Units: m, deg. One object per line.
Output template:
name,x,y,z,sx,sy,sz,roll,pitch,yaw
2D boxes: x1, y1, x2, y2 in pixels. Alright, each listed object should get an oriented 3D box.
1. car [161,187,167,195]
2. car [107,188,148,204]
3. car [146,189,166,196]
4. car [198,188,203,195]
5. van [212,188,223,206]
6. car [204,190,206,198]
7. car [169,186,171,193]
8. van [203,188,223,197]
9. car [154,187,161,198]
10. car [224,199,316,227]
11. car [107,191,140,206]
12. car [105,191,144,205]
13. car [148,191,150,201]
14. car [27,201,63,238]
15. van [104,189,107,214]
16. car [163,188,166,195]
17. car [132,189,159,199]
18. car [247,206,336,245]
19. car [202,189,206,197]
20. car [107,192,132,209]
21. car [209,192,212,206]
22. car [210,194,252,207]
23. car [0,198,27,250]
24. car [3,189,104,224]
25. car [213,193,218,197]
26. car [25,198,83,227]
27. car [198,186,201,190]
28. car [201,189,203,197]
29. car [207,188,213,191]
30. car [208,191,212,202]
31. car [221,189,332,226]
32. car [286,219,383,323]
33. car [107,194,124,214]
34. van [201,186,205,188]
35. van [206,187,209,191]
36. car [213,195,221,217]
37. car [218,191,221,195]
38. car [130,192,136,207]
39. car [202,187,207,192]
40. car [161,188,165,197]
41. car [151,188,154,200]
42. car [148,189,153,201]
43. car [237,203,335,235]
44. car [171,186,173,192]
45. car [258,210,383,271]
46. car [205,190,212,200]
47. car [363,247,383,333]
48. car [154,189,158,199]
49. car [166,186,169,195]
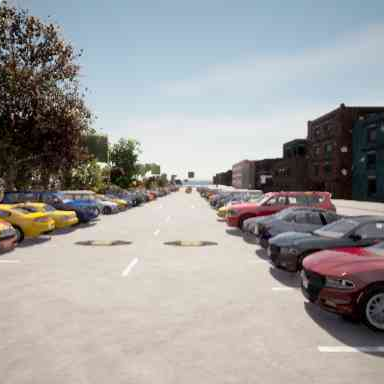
car,-8.724,0.337,72.668,5.366,1.575,1.946,0,1,0
car,-8.511,0.662,39.374,5.566,2.045,2.435,0,1,0
car,-8.507,0.112,78.359,4.553,1.767,2.185,0,1,0
car,4.355,0.491,64.451,5.366,1.575,1.946,0,1,0
van,4.424,0.827,31.052,4.442,1.987,1.878,0,1,0
car,4.570,0.765,50.537,4.792,1.488,2.163,0,1,0
car,-8.570,-0.036,86.587,4.553,1.767,2.185,0,1,0
van,4.657,0.071,75.454,4.442,1.987,1.878,0,1,0
car,-8.511,0.382,56.082,5.566,2.045,2.435,0,1,0
car,4.546,1.227,19.923,5.008,1.535,2.097,0,1,0
car,-8.568,0.988,36.591,4.792,1.488,2.163,0,1,0
car,-8.508,0.742,42.160,4.553,1.767,2.185,0,1,0
car,-8.542,0.862,44.947,4.674,1.452,2.002,0,1,0
car,-8.534,1.308,14.192,5.008,1.535,2.097,0,1,0
van,-8.423,0.951,22.666,4.442,1.987,1.878,0,1,0
car,-8.544,0.388,70.008,5.008,1.535,2.097,0,1,0
car,-8.570,0.411,61.652,4.553,1.767,2.185,0,1,0
car,4.570,1.381,11.573,4.792,1.488,2.163,0,1,0
car,4.538,0.680,56.103,4.674,1.452,2.002,0,1,0
car,-8.545,1.047,31.023,5.008,1.535,2.097,0,1,0
car,4.535,1.009,33.838,5.008,1.535,2.097,0,1,0
car,4.538,0.960,39.405,4.674,1.452,2.002,0,1,0
car,-8.571,1.221,11.405,4.553,1.767,2.185,0,1,0
car,-8.511,0.969,19.881,5.566,2.045,2.435,0,1,0
car,4.534,1.098,28.272,4.892,1.521,2.231,0,1,0
car,-8.725,1.260,17.100,5.366,1.575,1.946,0,1,0
car,4.569,0.094,72.795,5.566,2.045,2.435,0,1,0
car,4.535,0.544,61.669,4.892,1.521,2.231,0,1,0
car,4.572,0.703,44.968,4.553,1.767,2.185,0,1,0
car,4.546,0.964,36.621,5.008,1.535,2.097,0,1,0
car,4.512,1.019,17.136,5.566,2.045,2.435,0,1,0
car,4.547,1.404,5.996,5.008,1.535,2.097,0,0,0
car,-8.542,1.131,28.239,4.674,1.452,2.002,0,1,0
van,4.658,0.169,70.013,4.442,1.987,1.878,0,1,0
van,4.658,0.558,47.687,4.442,1.987,1.878,0,1,0
car,4.355,1.180,22.706,5.366,1.575,1.946,0,1,0
car,4.572,1.017,25.362,4.553,1.767,2.185,0,1,0
car,-8.546,1.004,33.808,4.892,1.521,2.231,0,1,0
car,4.572,0.467,58.882,4.553,1.767,2.185,0,1,0
car,-8.509,0.468,67.223,4.792,1.488,2.163,0,1,0
car,-8.507,0.603,50.513,4.553,1.767,2.185,0,1,0
car,-8.534,0.775,47.731,5.008,1.535,2.097,0,1,0
car,4.543,1.353,14.358,4.674,1.452,2.002,0,1,0
car,-8.567,-0.214,89.495,5.566,2.045,2.435,0,1,0
car,4.546,1.382,8.785,5.008,1.535,2.097,0,1,0
car,4.726,0.871,42.187,5.366,1.575,1.946,0,1,0
car,4.538,1.459,3.207,4.674,1.452,2.002,0,0,0
car,-8.544,0.681,53.299,5.008,1.535,2.097,0,1,0
car,-8.567,0.039,75.447,5.566,2.045,2.435,0,1,0
